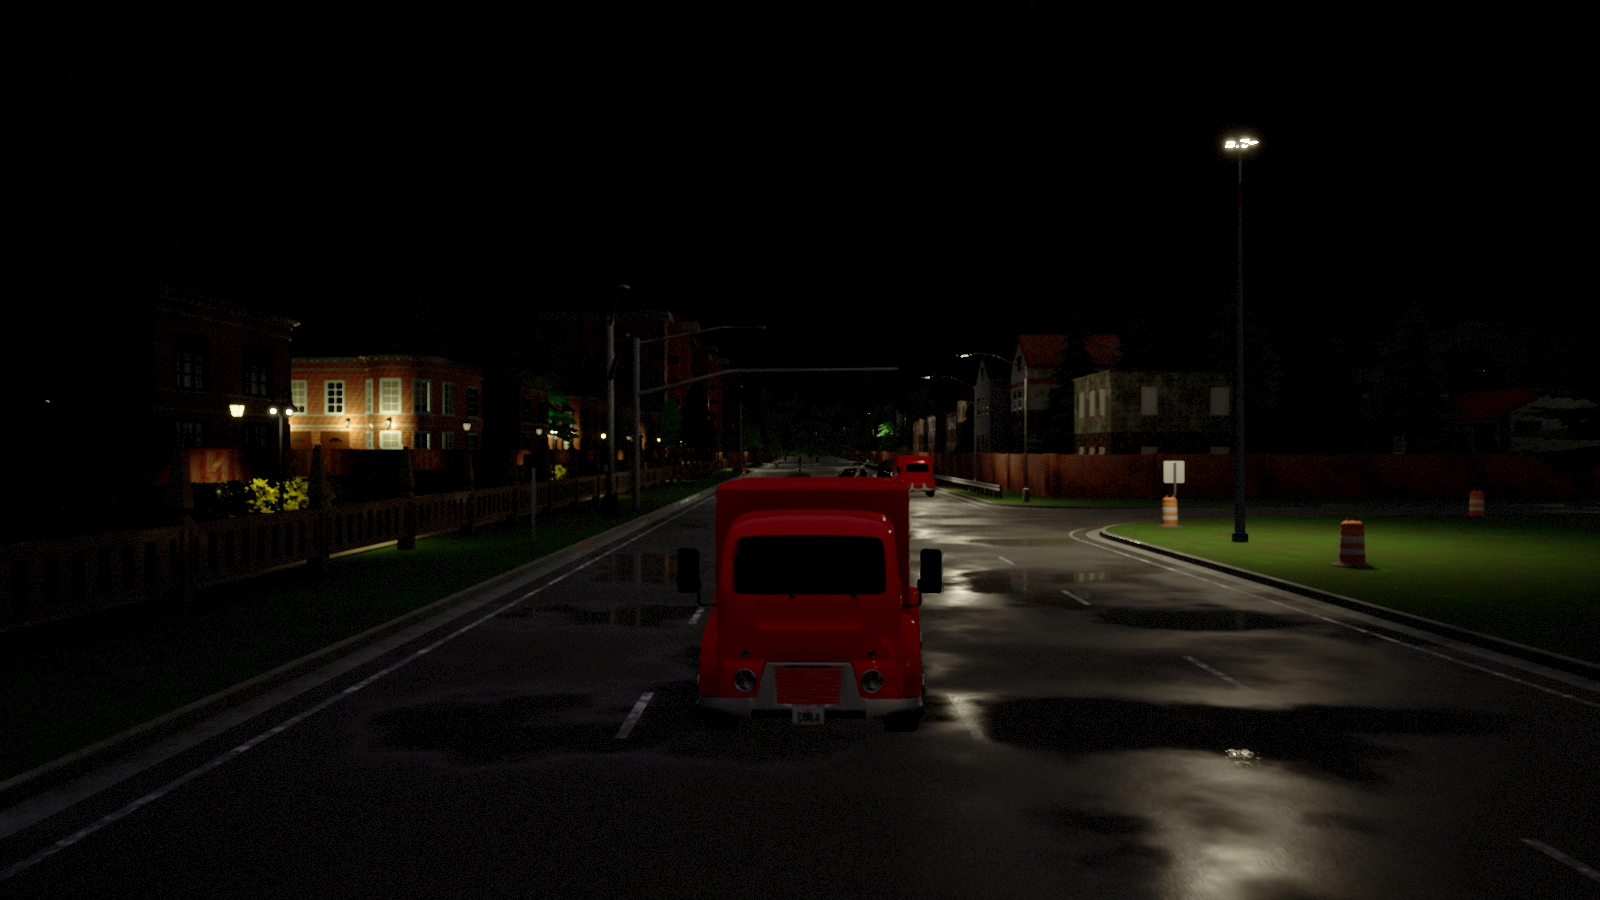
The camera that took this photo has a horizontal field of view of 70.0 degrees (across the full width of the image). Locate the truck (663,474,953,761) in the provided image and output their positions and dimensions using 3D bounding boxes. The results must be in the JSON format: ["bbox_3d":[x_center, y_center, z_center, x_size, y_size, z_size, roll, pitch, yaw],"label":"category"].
[{"bbox_3d":[0.153,1.570,12.954,2.627,2.467,5.204,0,0,2],"label":"truck"}]
